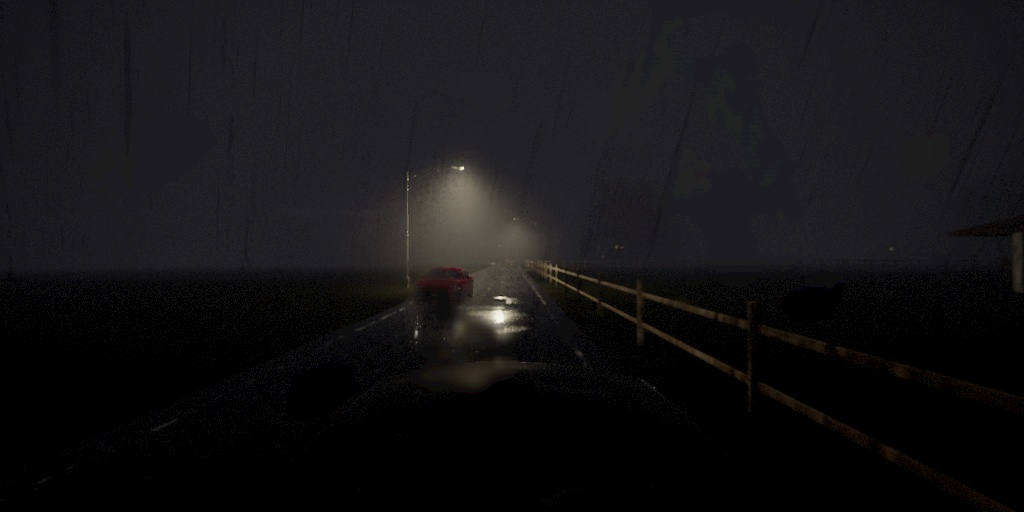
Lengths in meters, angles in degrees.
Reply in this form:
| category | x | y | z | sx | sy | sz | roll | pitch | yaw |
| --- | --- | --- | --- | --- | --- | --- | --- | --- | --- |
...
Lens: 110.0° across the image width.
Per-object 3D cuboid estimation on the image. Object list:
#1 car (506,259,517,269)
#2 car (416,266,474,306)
| category | x | y | z | sx | sy | sz | roll | pitch | yaw |
| --- | --- | --- | --- | --- | --- | --- | --- | --- | --- |
| car | -0.016 | 1.340 | 60.800 | 2.128 | 1.511 | 4.902 | 0 | 0 | 0 |
| car | -2.815 | 1.232 | 15.897 | 1.882 | 1.535 | 5.008 | 0 | 0 | 0 |
